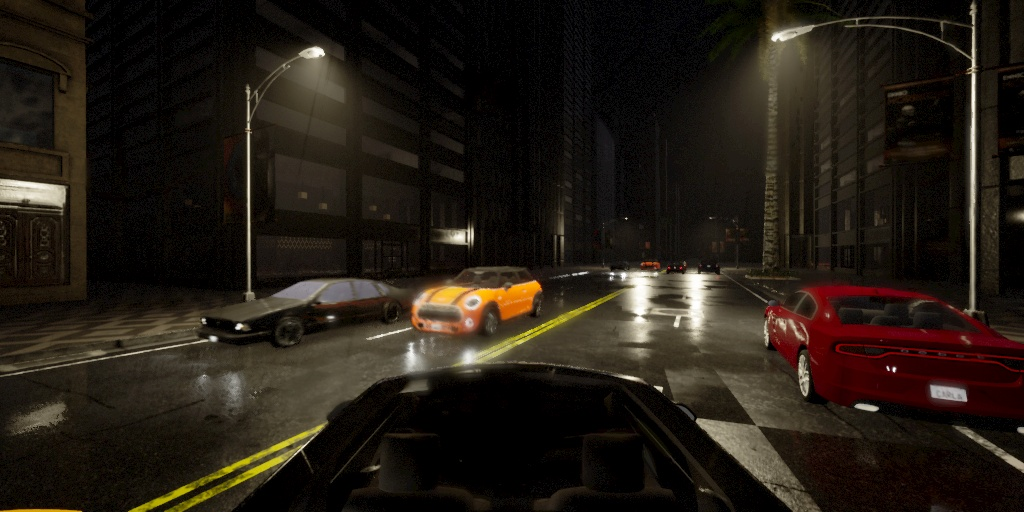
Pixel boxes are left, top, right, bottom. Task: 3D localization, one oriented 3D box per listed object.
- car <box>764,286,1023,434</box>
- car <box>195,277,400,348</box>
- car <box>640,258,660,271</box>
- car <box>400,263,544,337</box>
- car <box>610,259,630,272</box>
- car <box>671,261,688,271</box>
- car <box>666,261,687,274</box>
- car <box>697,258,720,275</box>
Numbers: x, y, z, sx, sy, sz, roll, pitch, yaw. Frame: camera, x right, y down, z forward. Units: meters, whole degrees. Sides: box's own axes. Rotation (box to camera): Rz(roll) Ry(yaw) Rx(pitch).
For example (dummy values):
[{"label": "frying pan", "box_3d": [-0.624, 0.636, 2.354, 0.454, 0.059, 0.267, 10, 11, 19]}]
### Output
[{"label": "car", "box_3d": [5.508, 1.228, 5.796, 1.882, 1.535, 5.008, 0, 0, 27]}, {"label": "car", "box_3d": [-4.861, 1.298, 9.654, 2.033, 1.411, 5.357, 0, 0, 27]}, {"label": "car", "box_3d": [18.666, 1.128, 48.369, 2.097, 1.767, 4.553, 0, 0, 27]}, {"label": "car", "box_3d": [-0.768, 1.102, 10.512, 2.097, 1.767, 4.553, 0, 0, 27]}, {"label": "car", "box_3d": [14.000, 1.373, 46.404, 1.895, 1.301, 4.718, 0, 0, 27]}, {"label": "car", "box_3d": [23.485, 1.381, 50.212, 1.895, 1.301, 4.718, 0, 0, 27]}, {"label": "car", "box_3d": [18.607, 1.317, 40.708, 2.033, 1.411, 5.357, 0, 0, 27]}, {"label": "car", "box_3d": [21.950, 1.123, 40.117, 2.097, 1.767, 4.553, 0, 0, 27]}]
